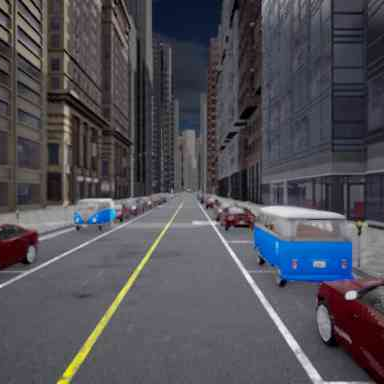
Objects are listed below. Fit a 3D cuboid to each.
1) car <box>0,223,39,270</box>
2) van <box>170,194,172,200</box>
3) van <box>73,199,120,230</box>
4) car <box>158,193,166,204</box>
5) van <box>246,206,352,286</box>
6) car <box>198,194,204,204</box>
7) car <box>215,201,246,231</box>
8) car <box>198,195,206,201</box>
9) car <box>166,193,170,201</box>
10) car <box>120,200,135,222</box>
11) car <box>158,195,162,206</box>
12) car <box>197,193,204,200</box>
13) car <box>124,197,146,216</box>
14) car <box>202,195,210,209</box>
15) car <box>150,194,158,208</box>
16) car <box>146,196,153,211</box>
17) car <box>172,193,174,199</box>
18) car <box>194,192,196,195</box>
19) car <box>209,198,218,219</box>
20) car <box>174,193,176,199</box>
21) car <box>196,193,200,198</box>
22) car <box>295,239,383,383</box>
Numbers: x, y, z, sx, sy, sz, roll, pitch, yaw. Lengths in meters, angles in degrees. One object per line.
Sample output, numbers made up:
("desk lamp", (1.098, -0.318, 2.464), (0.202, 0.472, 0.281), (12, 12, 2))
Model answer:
("car", (-5.791, 1.530, 8.974), (1.887, 1.381, 4.507), (0, 0, 0))
("van", (-6.066, 1.193, 76.193), (1.690, 1.788, 3.998), (0, 0, 0))
("van", (-5.836, 1.303, 20.177), (1.690, 1.788, 3.998), (0, 0, 0))
("car", (-5.974, 1.207, 53.787), (2.192, 1.841, 5.009), (0, 0, 0))
("van", (2.735, 1.319, 9.017), (1.690, 1.788, 3.998), (0, 0, 0))
("car", (2.527, 1.440, 59.437), (1.947, 1.339, 4.313), (0, 0, 0))
("car", (2.688, 1.499, 20.222), (1.887, 1.381, 4.507), (0, 0, 0))
("car", (2.435, 1.418, 81.844), (1.802, 1.307, 4.206), (0, 0, 0))
("car", (-6.020, 1.186, 64.990), (2.192, 1.841, 5.009), (0, 0, 0))
("car", (-5.860, 1.532, 25.779), (1.802, 1.307, 4.206), (0, 0, 0))
("car", (-5.952, 1.469, 48.185), (1.947, 1.339, 4.313), (0, 0, 0))
("car", (2.504, 1.430, 65.038), (1.947, 1.339, 4.313), (0, 0, 0))
("car", (-5.882, 1.378, 31.380), (1.967, 1.590, 4.097), (0, 0, 0))
("car", (2.597, 1.452, 42.630), (1.887, 1.381, 4.507), (0, 0, 0))
("car", (-5.928, 1.355, 42.584), (1.967, 1.590, 4.097), (0, 0, 0))
("car", (-5.906, 1.492, 36.982), (1.947, 1.339, 4.313), (0, 0, 0))
("car", (-6.089, 1.369, 81.625), (1.752, 1.417, 4.829), (0, 0, 0))
("car", (2.413, 1.143, 87.446), (2.192, 1.841, 5.009), (0, 0, 0))
("car", (2.666, 1.383, 25.824), (1.967, 1.590, 4.097), (0, 0, 0))
("car", (-6.136, 1.268, 92.999), (1.967, 1.590, 4.097), (0, 0, 0))
("car", (2.481, 1.405, 70.640), (2.008, 1.369, 4.403), (0, 0, 0))
("car", (2.757, 1.535, 3.415), (1.887, 1.381, 4.507), (0, 0, 0))
